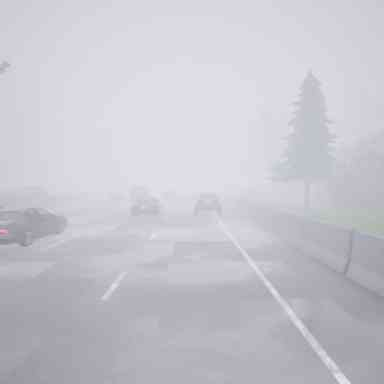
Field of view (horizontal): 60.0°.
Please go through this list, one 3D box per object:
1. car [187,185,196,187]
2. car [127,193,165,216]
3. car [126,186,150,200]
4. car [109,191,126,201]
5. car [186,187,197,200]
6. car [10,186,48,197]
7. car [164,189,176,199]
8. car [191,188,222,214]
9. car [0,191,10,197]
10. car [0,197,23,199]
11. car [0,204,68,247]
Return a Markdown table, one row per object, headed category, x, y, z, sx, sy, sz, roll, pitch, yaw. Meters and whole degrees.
| category | x | y | z | sx | sy | sz | roll | pitch | yaw |
| --- | --- | --- | --- | --- | --- | --- | --- | --- | --- |
| car | -0.015 | -0.266 | 63.172 | 2.150 | 2.045 | 5.566 | 0 | 1 | 0 |
| car | -3.406 | 1.041 | 25.501 | 1.994 | 1.385 | 4.181 | 0 | 1 | 0 |
| car | -6.910 | 0.209 | 44.358 | 2.150 | 2.045 | 5.566 | 0 | 2 | 0 |
| car | -10.411 | 0.480 | 47.106 | 1.994 | 1.385 | 4.181 | 0 | 2 | 0 |
| car | -0.004 | 0.360 | 50.266 | 1.812 | 1.442 | 4.674 | 0 | 1 | 0 |
| car | -21.065 | 0.219 | 43.786 | 2.150 | 2.045 | 5.566 | 0 | 2 | 0 |
| car | -3.411 | 0.307 | 51.001 | 2.128 | 1.511 | 4.902 | 0 | 2 | 0 |
| car | 1.218 | 0.789 | 26.996 | 2.097 | 1.767 | 4.553 | 0 | 1 | 0 |
| car | -24.566 | 0.565 | 43.751 | 1.994 | 1.385 | 4.181 | 0 | 2 | 0 |
| car | -10.404 | 1.214 | 16.763 | 1.812 | 1.442 | 4.674 | 0 | 1 | 0 |
| car | -6.904 | 1.304 | 13.590 | 2.033 | 1.411 | 5.357 | 0 | 1 | 0 |
